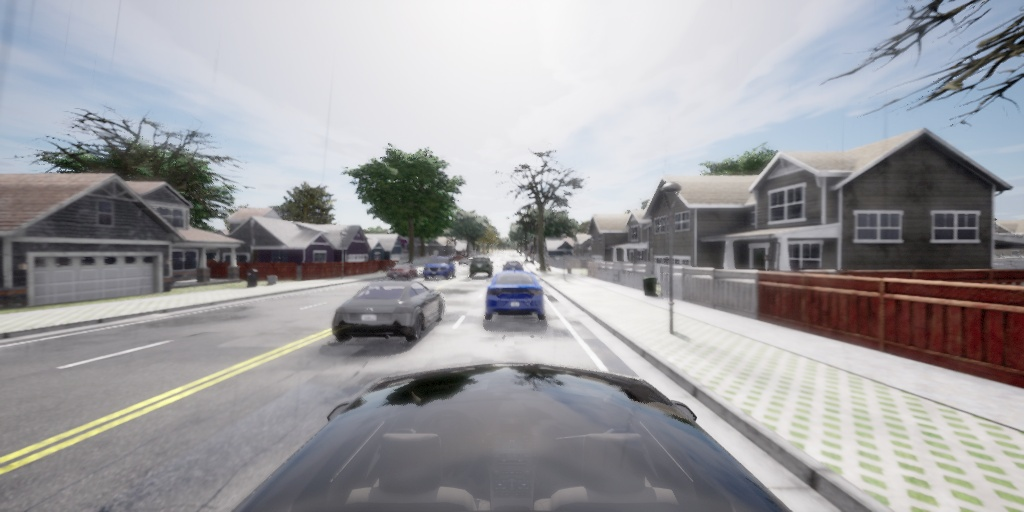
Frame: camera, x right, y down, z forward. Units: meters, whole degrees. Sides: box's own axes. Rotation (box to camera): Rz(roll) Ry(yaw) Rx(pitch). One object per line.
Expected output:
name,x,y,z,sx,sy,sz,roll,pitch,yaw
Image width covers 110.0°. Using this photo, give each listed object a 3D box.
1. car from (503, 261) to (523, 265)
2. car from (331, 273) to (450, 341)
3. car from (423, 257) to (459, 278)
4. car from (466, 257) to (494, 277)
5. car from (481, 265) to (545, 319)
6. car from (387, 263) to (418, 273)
car,0.119,1.256,37.173,2.097,1.767,4.553,0,0,0
car,-3.159,1.343,9.946,1.994,1.385,4.181,0,0,0
car,-6.581,1.106,33.014,2.150,2.045,5.566,0,0,0
car,-3.127,1.125,37.547,2.150,2.045,5.566,0,0,0
car,0.101,1.268,12.998,1.882,1.535,5.008,0,0,0
car,-9.829,1.408,32.576,1.812,1.442,4.674,0,0,0
